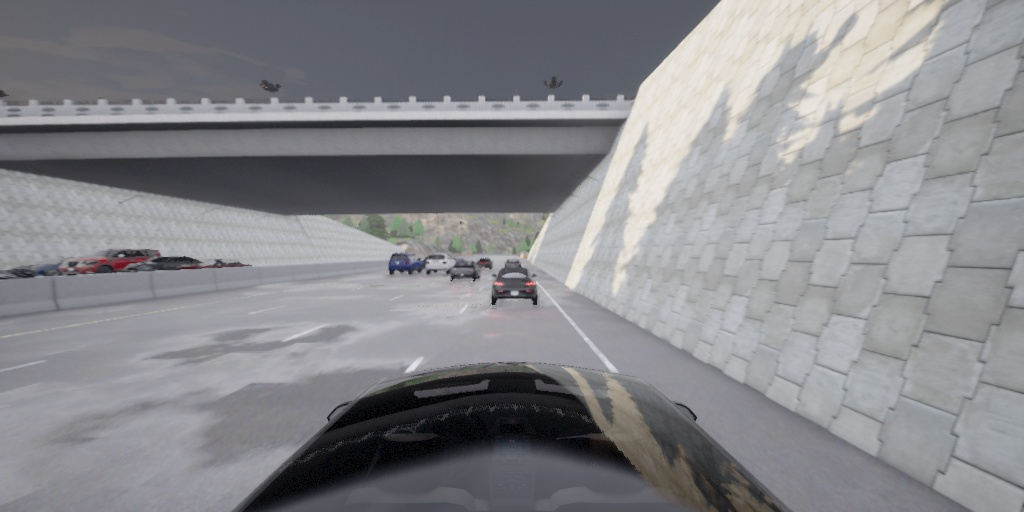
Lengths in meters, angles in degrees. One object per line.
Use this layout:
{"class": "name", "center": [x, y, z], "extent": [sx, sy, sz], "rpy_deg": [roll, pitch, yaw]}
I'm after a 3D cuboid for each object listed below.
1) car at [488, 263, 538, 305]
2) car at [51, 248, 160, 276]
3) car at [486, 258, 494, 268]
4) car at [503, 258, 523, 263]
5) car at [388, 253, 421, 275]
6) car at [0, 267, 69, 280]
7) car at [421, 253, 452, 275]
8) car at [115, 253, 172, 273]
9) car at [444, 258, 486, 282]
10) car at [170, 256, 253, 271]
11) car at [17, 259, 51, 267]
{"class": "car", "center": [0.099, 1.184, 15.408], "extent": [1.812, 1.442, 4.674], "rpy_deg": [0, 0, 0]}
{"class": "car", "center": [-27.999, 0.468, 25.520], "extent": [2.150, 2.045, 5.566], "rpy_deg": [0, 0, 0]}
{"class": "car", "center": [-3.417, 0.959, 45.936], "extent": [1.837, 1.490, 4.892], "rpy_deg": [0, 1, 0]}
{"class": "car", "center": [0.103, 0.996, 38.195], "extent": [2.128, 1.511, 4.902], "rpy_deg": [0, 1, 0]}
{"class": "car", "center": [-10.498, 0.743, 35.609], "extent": [2.150, 2.045, 5.566], "rpy_deg": [0, 0, 0]}
{"class": "car", "center": [-21.081, 1.269, 13.844], "extent": [1.895, 1.301, 4.718], "rpy_deg": [0, 0, 0]}
{"class": "car", "center": [-6.998, 0.743, 35.609], "extent": [2.150, 2.045, 5.566], "rpy_deg": [0, 0, 0]}
{"class": "car", "center": [-24.499, 0.743, 25.551], "extent": [1.837, 1.490, 4.892], "rpy_deg": [0, 0, 0]}
{"class": "car", "center": [-3.399, 1.071, 26.825], "extent": [2.128, 1.511, 4.902], "rpy_deg": [0, 0, 0]}
{"class": "car", "center": [-20.999, 0.839, 25.521], "extent": [1.895, 1.301, 4.718], "rpy_deg": [0, 0, 0]}
{"class": "car", "center": [-31.499, 0.783, 25.552], "extent": [2.033, 1.411, 5.357], "rpy_deg": [0, 0, 0]}
